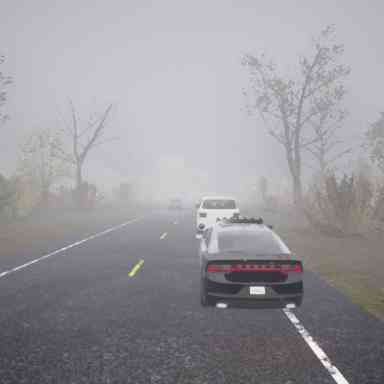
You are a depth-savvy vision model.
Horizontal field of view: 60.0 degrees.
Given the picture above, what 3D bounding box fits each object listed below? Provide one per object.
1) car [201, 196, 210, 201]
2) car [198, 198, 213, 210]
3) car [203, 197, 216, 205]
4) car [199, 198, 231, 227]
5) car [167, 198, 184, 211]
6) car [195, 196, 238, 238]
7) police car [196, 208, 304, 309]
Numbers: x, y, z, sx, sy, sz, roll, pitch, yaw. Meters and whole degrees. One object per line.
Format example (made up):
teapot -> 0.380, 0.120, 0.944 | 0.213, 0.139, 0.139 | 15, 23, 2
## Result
car -> 3.815, 1.875, 93.558 | 2.033, 1.411, 5.357 | 0, 0, 9
car -> 1.927, 1.584, 46.354 | 1.837, 1.490, 4.892 | 0, 0, 5
car -> 3.376, 1.709, 63.435 | 2.033, 1.411, 5.357 | 0, 0, 6
car -> 1.582, 1.366, 23.880 | 2.097, 1.767, 4.553 | 0, 0, 2
car -> -2.024, 1.567, 42.122 | 1.837, 1.490, 4.892 | 0, 0, 4
car -> 1.366, 1.233, 17.970 | 2.150, 2.045, 5.566 | 0, 0, 2
police car -> 1.127, 1.428, 8.097 | 1.930, 1.638, 5.238 | 0, 0, 1
